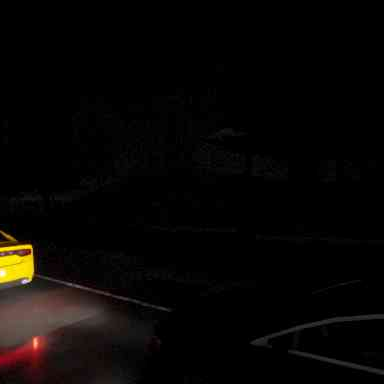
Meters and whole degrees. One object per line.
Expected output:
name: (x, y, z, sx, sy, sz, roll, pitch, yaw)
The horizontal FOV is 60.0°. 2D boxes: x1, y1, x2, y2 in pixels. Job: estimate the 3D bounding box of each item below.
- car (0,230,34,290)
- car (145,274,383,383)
car: (-5.831, 1.469, 8.000, 5.008, 1.535, 1.882, 0, 0, 35)
car: (1.767, 1.492, 2.747, 4.902, 1.511, 2.128, 0, 0, 35)
